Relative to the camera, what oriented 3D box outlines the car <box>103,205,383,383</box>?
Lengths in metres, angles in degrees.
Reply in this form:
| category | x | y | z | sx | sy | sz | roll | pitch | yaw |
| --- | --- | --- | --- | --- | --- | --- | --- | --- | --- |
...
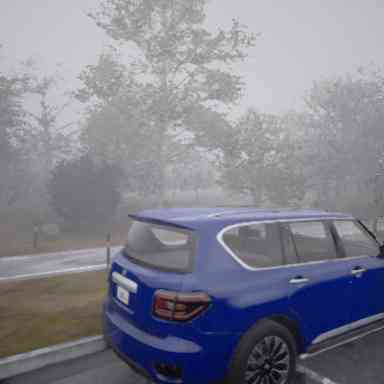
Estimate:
| category | x | y | z | sx | sy | sz | roll | pitch | yaw |
| --- | --- | --- | --- | --- | --- | --- | --- | --- | --- |
| car | 1.489 | 1.233 | 5.116 | 5.566 | 2.045 | 2.435 | 0 | 0 | -33 |
